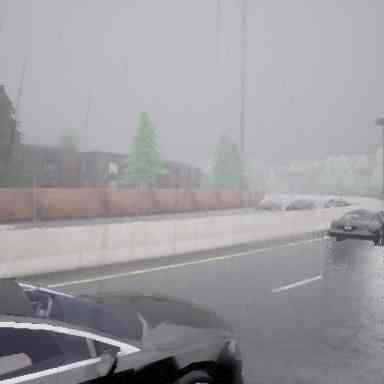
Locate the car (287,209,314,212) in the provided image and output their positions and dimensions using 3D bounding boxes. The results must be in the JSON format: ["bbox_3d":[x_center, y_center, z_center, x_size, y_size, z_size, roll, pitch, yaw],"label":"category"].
[{"bbox_3d":[11.857,1.504,35.988,2.033,1.411,5.357,0,0,35],"label":"car"}]

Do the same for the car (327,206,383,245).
[{"bbox_3d":[8.243,1.525,15.454,5.357,1.411,2.033,0,0,-44],"label":"car"}]

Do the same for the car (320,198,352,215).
[{"bbox_3d":[15.076,1.445,34.605,2.128,1.511,4.902,0,0,34],"label":"car"}]

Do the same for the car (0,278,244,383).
[{"bbox_3d":[-1.711,1.491,2.596,4.902,1.511,2.128,0,0,-36],"label":"car"}]
